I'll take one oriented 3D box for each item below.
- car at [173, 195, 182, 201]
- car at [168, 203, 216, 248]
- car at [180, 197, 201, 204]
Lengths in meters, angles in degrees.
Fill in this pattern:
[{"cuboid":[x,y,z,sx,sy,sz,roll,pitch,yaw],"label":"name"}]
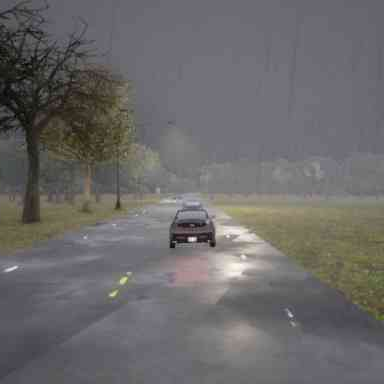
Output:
[{"cuboid":[-3.292,1.258,75.937,1.994,1.385,4.181,0,0,0],"label":"car"},{"cuboid":[0.011,1.473,14.604,1.837,1.490,4.892,-2,0,0],"label":"car"},{"cuboid":[0.077,1.440,29.604,1.812,1.442,4.674,0,0,0],"label":"car"}]
